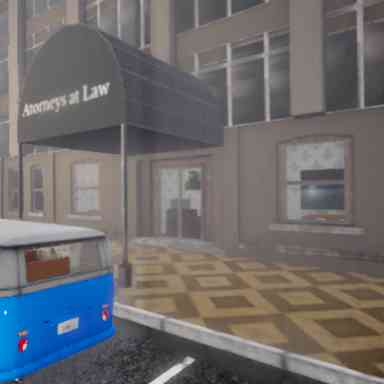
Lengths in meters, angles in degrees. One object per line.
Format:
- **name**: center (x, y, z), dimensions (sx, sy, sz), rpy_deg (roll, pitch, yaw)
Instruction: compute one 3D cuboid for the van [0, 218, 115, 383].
- **van**: center (-2.952, 1.312, 4.943), dimensions (3.998, 1.788, 1.690), rpy_deg (0, -1, 35)
